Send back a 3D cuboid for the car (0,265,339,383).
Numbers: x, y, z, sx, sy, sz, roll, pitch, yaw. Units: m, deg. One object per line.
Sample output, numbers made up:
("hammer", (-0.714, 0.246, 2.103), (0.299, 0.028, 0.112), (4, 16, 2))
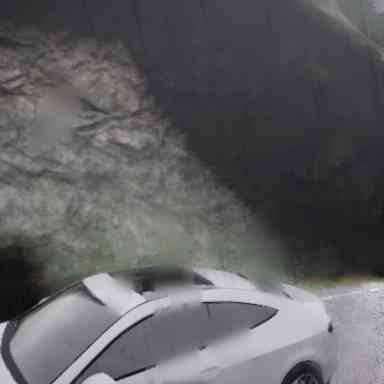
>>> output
("car", (-0.576, 1.513, 3.047), (4.674, 1.442, 1.812), (0, 0, -33))
